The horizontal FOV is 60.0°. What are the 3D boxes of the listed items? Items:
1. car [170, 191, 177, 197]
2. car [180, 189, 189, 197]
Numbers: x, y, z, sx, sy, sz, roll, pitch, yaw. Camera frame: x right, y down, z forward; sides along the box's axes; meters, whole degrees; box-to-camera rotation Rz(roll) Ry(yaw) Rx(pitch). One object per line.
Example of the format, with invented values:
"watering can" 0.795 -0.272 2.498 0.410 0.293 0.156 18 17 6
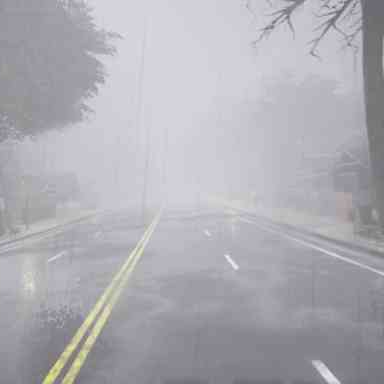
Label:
"car" -4.978 0.820 91.228 1.895 1.301 4.718 -4 1 -3
"car" -1.740 0.619 91.408 1.895 1.301 4.718 -4 1 -3
